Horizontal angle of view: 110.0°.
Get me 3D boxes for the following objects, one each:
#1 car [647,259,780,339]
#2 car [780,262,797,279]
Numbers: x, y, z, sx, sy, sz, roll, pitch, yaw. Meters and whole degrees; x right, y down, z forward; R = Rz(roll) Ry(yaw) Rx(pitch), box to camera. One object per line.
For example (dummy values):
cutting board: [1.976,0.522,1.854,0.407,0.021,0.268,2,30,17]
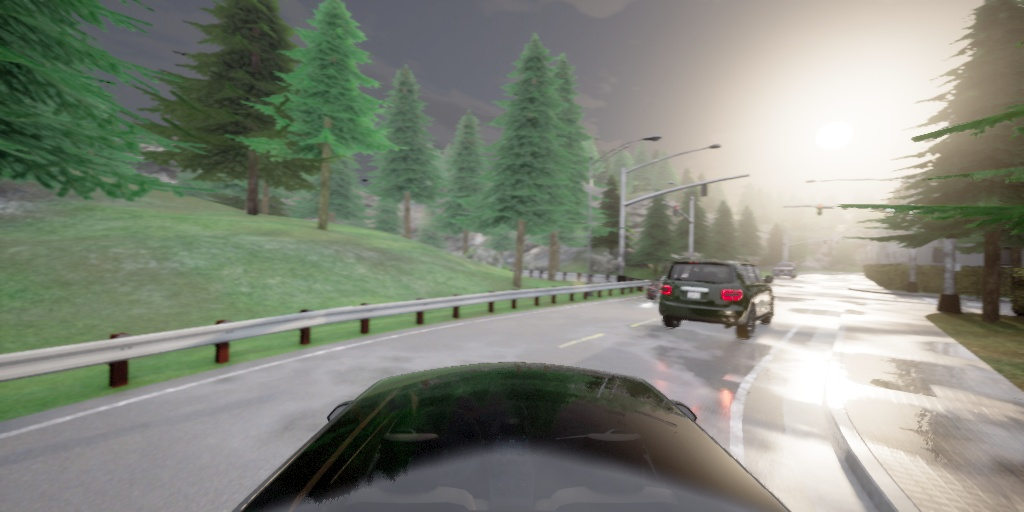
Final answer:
car: [6.438,1.135,11.040,2.150,2.045,5.566,1,0,43]
car: [35.874,1.860,47.175,2.150,2.045,5.566,1,1,44]
